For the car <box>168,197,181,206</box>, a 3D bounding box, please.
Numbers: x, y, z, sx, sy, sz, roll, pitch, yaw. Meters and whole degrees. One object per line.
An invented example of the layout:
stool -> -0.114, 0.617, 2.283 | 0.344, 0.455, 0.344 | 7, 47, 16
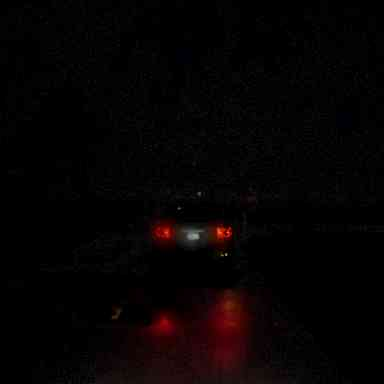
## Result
car -> -2.851, 1.496, 54.449 | 1.812, 1.442, 4.674 | 0, 0, 0

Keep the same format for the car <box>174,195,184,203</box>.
car -> -2.787, 1.434, 70.849 | 1.882, 1.535, 5.008 | 0, 0, 0

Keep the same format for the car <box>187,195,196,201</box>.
car -> -0.041, 1.421, 78.896 | 2.128, 1.511, 4.902 | 0, 0, 0

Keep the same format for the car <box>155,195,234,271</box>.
car -> 0.164, 1.196, 10.996 | 2.150, 2.045, 5.566 | 0, 0, 3

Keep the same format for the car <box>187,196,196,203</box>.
car -> -0.036, 1.526, 68.610 | 1.812, 1.442, 4.674 | 0, 0, 0
